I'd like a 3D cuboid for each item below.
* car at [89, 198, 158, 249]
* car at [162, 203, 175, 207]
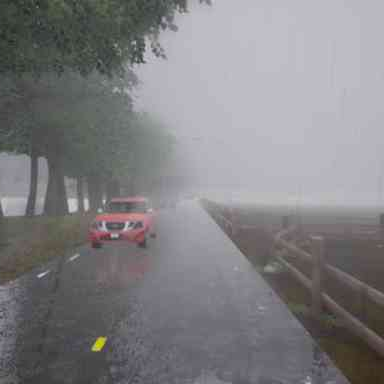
[{"bbox_3d":[-2.853,1.282,15.099,2.150,2.045,5.566,0,0,0],"label":"car"},{"bbox_3d":[-2.806,1.386,41.286,2.128,1.511,4.902,0,0,0],"label":"car"}]
